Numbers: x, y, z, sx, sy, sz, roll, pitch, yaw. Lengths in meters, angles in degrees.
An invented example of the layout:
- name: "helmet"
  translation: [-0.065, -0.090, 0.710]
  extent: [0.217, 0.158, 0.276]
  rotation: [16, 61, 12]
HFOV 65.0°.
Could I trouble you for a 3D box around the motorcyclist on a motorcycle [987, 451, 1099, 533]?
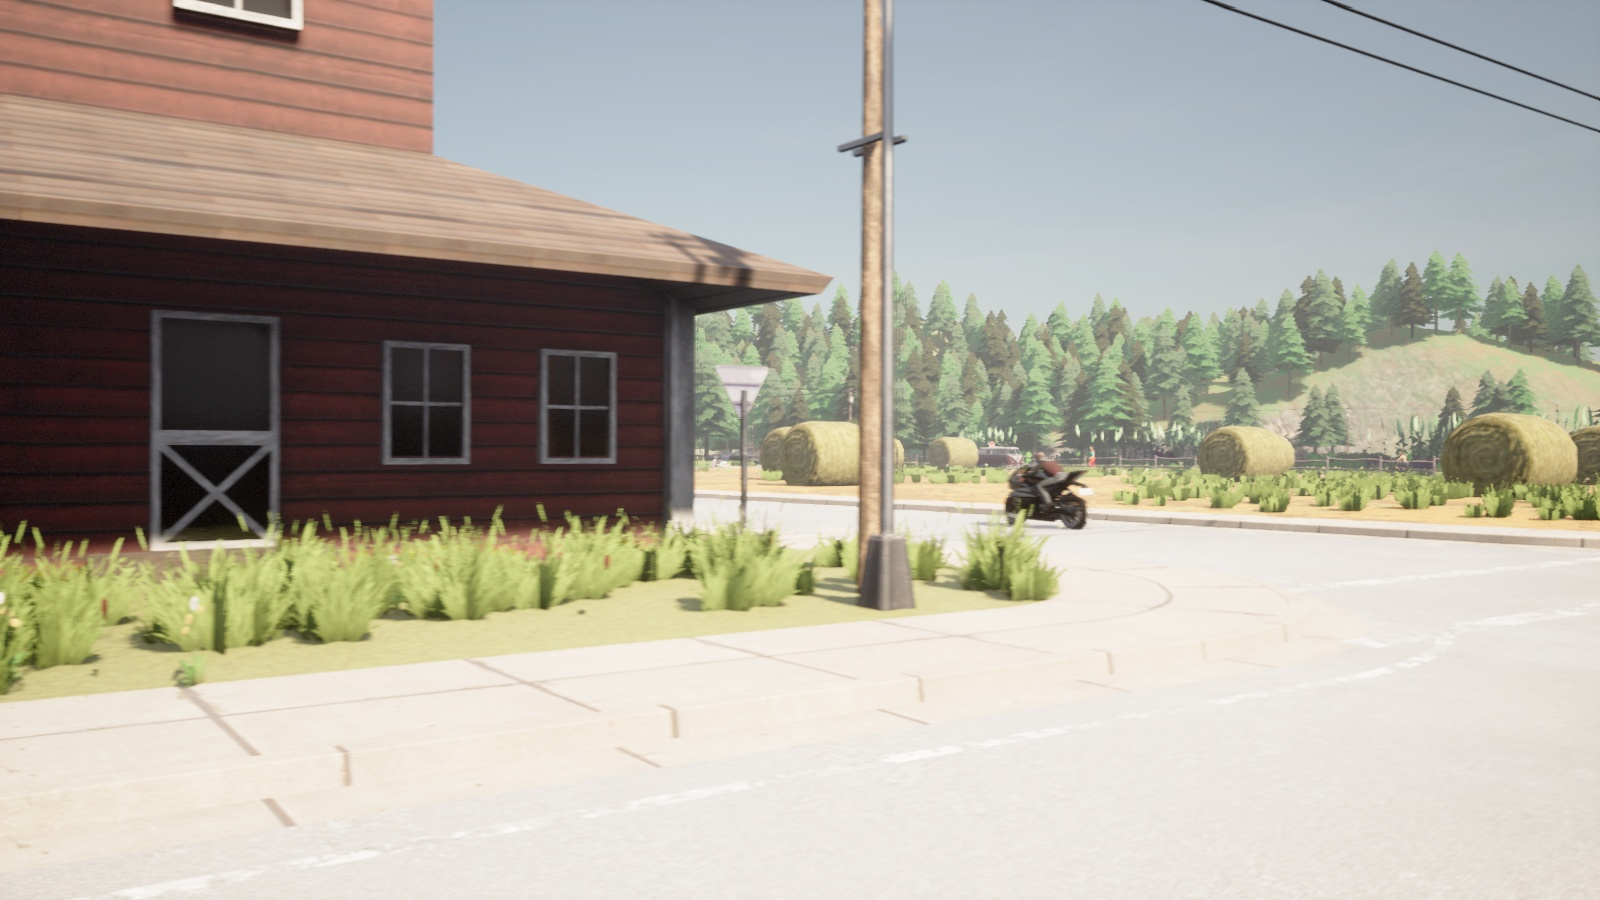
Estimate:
- name: "motorcyclist on a motorcycle"
  translation: [4.777, 0.798, 24.835]
  extent: [0.866, 1.530, 2.191]
  rotation: [0, 0, -36]
